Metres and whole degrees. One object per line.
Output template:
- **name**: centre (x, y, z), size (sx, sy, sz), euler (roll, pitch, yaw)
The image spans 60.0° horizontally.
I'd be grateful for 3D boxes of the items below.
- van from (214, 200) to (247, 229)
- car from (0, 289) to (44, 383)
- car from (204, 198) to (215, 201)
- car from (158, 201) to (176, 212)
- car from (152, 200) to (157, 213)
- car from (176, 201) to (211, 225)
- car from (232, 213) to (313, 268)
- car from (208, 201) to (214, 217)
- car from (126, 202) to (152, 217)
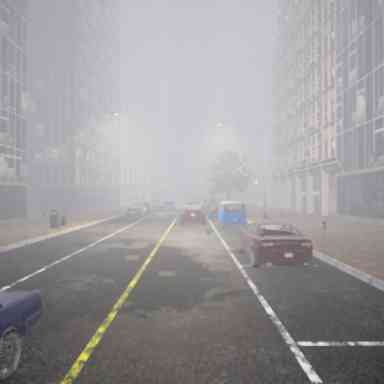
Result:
- **van**: centre (2.692, 1.536, 22.878), size (1.690, 1.788, 3.998), euler (0, 0, 0)
- **car**: centre (-3.101, 1.626, 2.648), size (1.895, 1.301, 4.718), euler (0, -1, 0)
- **car**: centre (2.691, 1.937, 45.666), size (1.947, 1.339, 4.313), euler (0, 0, 0)
- **car**: centre (-3.089, 1.885, 44.074), size (1.812, 1.442, 4.674), euler (0, 0, 0)
- **car**: centre (-5.689, 1.895, 39.968), size (1.947, 1.339, 4.313), euler (0, 0, 0)
- **car**: centre (0.099, 1.727, 26.477), size (2.163, 1.488, 4.792), euler (0, 0, 0)
- **car**: centre (2.692, 1.646, 11.483), size (1.887, 1.381, 4.507), euler (0, 0, 0)
- **car**: centre (2.691, 1.866, 34.272), size (1.802, 1.307, 4.206), euler (0, 0, 0)
- **car**: centre (-5.689, 1.836, 34.273), size (2.008, 1.369, 4.403), euler (0, 0, 0)
